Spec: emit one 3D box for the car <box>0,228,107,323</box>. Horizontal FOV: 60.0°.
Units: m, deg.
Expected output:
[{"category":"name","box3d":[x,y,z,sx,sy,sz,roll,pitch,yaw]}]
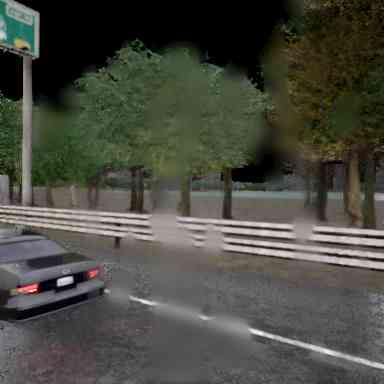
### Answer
[{"category":"car","box3d":[-4.119,1.488,6.924,5.357,1.411,2.033,1,0,36]}]
